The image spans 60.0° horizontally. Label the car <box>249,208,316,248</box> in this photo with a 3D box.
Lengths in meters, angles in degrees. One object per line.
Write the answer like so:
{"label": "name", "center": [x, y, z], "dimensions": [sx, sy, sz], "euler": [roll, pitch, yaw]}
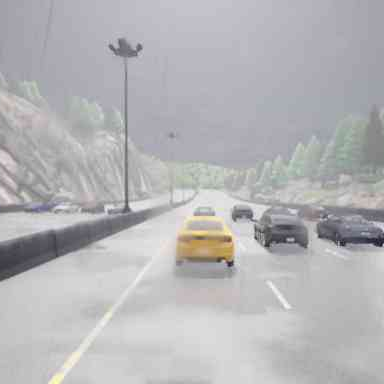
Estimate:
{"label": "car", "center": [4.121, 1.731, 15.978], "dimensions": [1.837, 1.490, 4.892], "euler": [0, -1, 2]}

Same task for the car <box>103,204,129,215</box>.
{"label": "car", "center": [-9.149, 2.128, 41.520], "dimensions": [1.895, 1.301, 4.718], "euler": [0, -1, 2]}

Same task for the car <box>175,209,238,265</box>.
{"label": "car", "center": [0.474, 1.642, 12.397], "dimensions": [1.882, 1.535, 5.008], "euler": [0, -1, 2]}

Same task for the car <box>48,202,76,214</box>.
{"label": "car", "center": [-16.108, 2.043, 42.642], "dimensions": [1.812, 1.442, 4.674], "euler": [0, -1, 2]}

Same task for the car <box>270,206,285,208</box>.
{"label": "car", "center": [8.198, 2.021, 31.917], "dimensions": [1.994, 1.385, 4.181], "euler": [0, -1, 2]}

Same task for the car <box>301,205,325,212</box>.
{"label": "car", "center": [11.711, 1.999, 32.171], "dimensions": [1.812, 1.442, 4.674], "euler": [0, -1, 2]}

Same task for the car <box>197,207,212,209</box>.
{"label": "car", "center": [1.009, 1.917, 27.255], "dimensions": [2.033, 1.411, 5.357], "euler": [0, -1, 2]}

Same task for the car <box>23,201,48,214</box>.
{"label": "car", "center": [-19.608, 1.983, 42.645], "dimensions": [1.882, 1.535, 5.008], "euler": [0, -1, 2]}

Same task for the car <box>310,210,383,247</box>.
{"label": "car", "center": [7.642, 1.810, 16.485], "dimensions": [1.994, 1.385, 4.181], "euler": [0, -1, 2]}

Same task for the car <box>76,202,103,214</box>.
{"label": "car", "center": [-12.612, 2.006, 42.495], "dimensions": [1.882, 1.535, 5.008], "euler": [0, -1, 2]}

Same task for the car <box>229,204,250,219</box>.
{"label": "car", "center": [4.684, 1.946, 31.591], "dimensions": [1.837, 1.490, 4.892], "euler": [0, -1, 2]}
